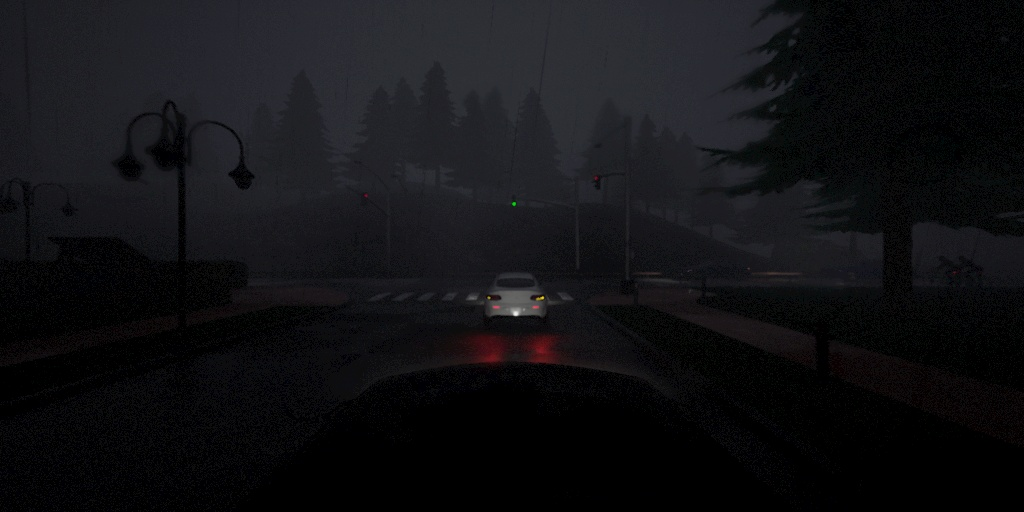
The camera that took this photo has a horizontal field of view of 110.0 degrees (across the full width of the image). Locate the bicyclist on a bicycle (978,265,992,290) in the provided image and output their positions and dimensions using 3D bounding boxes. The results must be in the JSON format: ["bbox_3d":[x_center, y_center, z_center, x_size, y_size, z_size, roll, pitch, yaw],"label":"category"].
[{"bbox_3d":[21.933,0.818,17.327,0.582,1.620,1.656,0,0,-13],"label":"bicyclist on a bicycle"}]

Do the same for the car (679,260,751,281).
[{"bbox_3d":[14.282,0.999,25.302,4.674,1.442,1.812,0,0,0],"label":"car"}]

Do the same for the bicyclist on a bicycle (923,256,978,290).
[{"bbox_3d":[21.288,0.815,17.592,0.582,1.620,1.656,0,0,-16],"label":"bicyclist on a bicycle"}]

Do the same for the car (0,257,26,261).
[{"bbox_3d":[-30.579,0.840,21.675,4.553,1.767,2.097,0,0,0],"label":"car"}]

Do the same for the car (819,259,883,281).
[{"bbox_3d":[24.603,0.952,25.252,5.008,1.535,1.882,0,0,1],"label":"car"}]

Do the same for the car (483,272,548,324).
[{"bbox_3d":[0.115,1.227,11.592,1.812,1.442,4.674,0,0,0],"label":"car"}]
